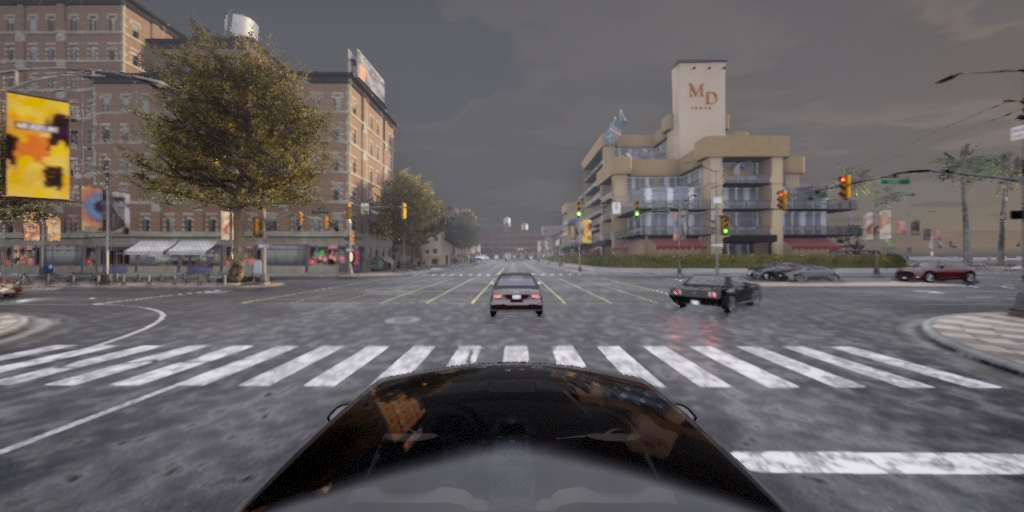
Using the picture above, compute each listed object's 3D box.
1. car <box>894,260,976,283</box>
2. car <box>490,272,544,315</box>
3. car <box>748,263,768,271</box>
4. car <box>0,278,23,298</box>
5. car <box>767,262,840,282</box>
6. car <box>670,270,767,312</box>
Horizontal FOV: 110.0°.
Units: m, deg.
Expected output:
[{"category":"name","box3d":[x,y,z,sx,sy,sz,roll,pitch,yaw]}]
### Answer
[{"category":"car","box3d":[33.035,1.128,28.118,4.553,1.767,2.097,0,0,1]},{"category":"car","box3d":[0.152,1.328,13.635,2.033,1.411,5.357,0,0,0]},{"category":"car","box3d":[23.468,1.289,31.742,4.902,1.511,2.128,0,0,1]},{"category":"car","box3d":[-26.409,1.350,17.021,4.674,1.442,1.812,0,0,1]},{"category":"car","box3d":[23.133,1.353,28.249,4.181,1.385,1.994,0,0,1]},{"category":"car","box3d":[8.251,1.373,14.316,4.718,1.301,1.895,0,0,-41]}]
